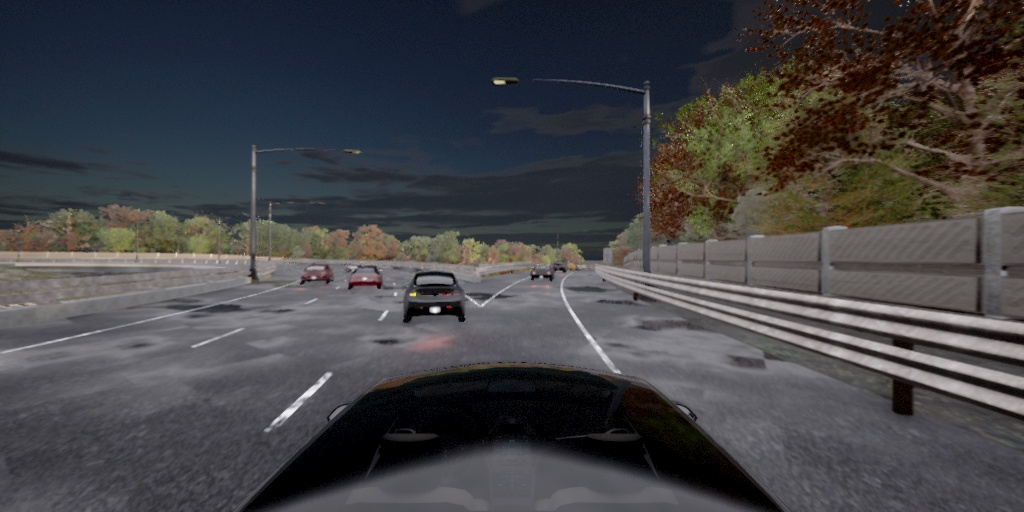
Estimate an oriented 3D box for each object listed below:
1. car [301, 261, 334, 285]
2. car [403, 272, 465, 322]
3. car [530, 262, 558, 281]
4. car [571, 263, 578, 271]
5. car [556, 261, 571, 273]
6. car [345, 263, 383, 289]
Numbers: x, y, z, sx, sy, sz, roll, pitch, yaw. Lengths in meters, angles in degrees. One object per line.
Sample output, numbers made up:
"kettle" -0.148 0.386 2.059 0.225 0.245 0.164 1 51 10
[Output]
"car" -14.480 1.316 26.804 1.812 1.442 4.674 0 0 -22
"car" -2.694 1.282 12.512 1.837 1.490 4.892 0 0 -12
"car" 2.819 1.455 31.840 1.895 1.301 4.718 0 0 10
"car" 10.237 1.939 63.919 1.882 1.535 5.008 0 -3 14
"car" 6.473 1.466 48.451 1.837 1.490 4.892 0 -1 13
"car" -9.630 1.358 23.752 1.994 1.385 4.181 0 0 -19
